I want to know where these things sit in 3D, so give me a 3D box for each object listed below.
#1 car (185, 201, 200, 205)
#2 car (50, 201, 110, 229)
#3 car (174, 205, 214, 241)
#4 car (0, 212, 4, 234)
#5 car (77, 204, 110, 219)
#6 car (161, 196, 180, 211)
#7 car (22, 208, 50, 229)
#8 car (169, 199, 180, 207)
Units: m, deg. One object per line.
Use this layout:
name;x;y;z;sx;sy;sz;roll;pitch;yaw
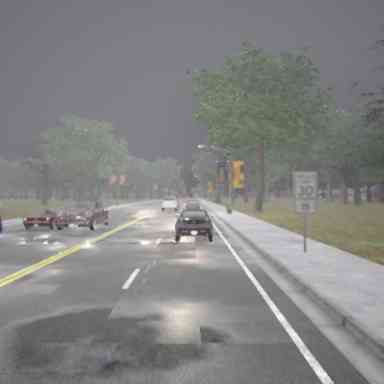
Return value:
car;0.102;1.882;44.396;2.128;1.511;4.902;0;-1;0
car;-6.499;1.245;20.225;2.097;1.767;4.553;0;-1;0
car;0.100;1.656;17.790;1.837;1.490;4.892;0;0;0
car;-9.833;1.333;13.202;2.150;2.045;5.566;0;0;1
car;-9.748;1.892;33.398;1.895;1.301;4.718;0;-1;0
car;-3.167;1.641;47.377;2.150;2.045;5.566;0;0;-1
car;-9.773;1.799;23.081;1.895;1.301;4.718;0;-1;1
car;-3.245;2.035;62.742;1.882;1.535;5.008;0;-1;0
